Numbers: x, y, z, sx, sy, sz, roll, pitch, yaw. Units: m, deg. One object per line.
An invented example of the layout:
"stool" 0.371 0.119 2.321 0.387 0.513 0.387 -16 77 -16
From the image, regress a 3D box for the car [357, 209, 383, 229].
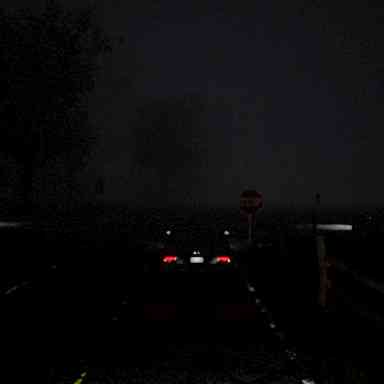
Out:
"car" 13.791 1.787 23.052 4.181 1.385 1.994 1 0 2

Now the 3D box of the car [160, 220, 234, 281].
"car" 0.165 1.547 9.875 2.033 1.411 5.357 0 0 1
